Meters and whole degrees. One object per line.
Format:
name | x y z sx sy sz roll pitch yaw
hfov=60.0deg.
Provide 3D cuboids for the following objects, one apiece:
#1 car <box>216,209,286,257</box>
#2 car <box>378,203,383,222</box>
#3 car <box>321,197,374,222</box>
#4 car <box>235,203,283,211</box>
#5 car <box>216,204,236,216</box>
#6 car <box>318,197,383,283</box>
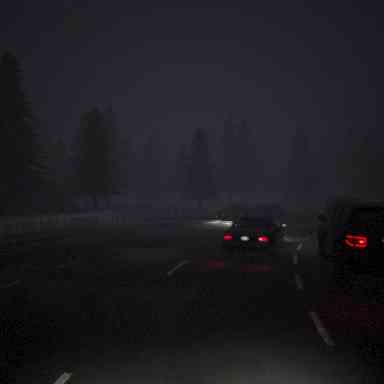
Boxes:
car | 2.696 1.642 13.621 2.033 1.411 5.357 0 0 21
car | 17.910 1.712 28.050 4.902 1.511 2.128 0 -1 -38
car | 13.813 1.441 29.390 5.566 2.045 2.150 1 -1 -41
car | 5.684 1.687 26.039 1.837 1.490 4.892 -1 -1 39
car | 3.941 1.763 29.310 1.994 1.385 4.181 0 -1 41
car | 5.114 1.297 9.770 2.150 2.045 5.566 0 0 14
